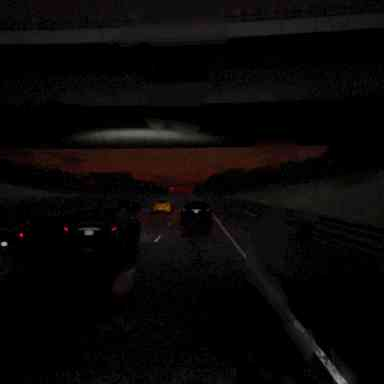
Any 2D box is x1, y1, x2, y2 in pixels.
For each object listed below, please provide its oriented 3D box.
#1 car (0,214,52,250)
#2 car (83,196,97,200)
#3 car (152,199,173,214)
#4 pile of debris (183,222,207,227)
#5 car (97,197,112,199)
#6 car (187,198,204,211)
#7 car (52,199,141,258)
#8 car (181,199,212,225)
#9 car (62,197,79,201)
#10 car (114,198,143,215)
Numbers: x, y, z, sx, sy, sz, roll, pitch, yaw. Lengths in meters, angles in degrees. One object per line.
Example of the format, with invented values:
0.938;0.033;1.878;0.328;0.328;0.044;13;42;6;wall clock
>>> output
-6.790;1.592;14.343;1.895;1.301;4.718;0;0;1;car
-20.442;1.550;66.797;1.882;1.535;5.008;0;0;0;car
-3.092;1.463;35.360;1.882;1.535;5.008;0;0;1;car
0.184;2.152;22.038;1.500;0.140;1.860;0;0;1;pile of debris
-16.939;1.666;66.831;1.895;1.301;4.718;0;0;0;car
0.469;1.535;41.905;2.033;1.411;5.357;0;0;1;car
-3.304;1.339;12.850;2.097;1.767;4.553;0;0;1;car
0.302;1.329;24.129;2.097;1.767;4.553;0;0;1;car
-23.944;1.667;65.400;1.895;1.301;4.718;0;0;0;car
-6.595;1.483;35.019;2.128;1.511;4.902;0;0;1;car
